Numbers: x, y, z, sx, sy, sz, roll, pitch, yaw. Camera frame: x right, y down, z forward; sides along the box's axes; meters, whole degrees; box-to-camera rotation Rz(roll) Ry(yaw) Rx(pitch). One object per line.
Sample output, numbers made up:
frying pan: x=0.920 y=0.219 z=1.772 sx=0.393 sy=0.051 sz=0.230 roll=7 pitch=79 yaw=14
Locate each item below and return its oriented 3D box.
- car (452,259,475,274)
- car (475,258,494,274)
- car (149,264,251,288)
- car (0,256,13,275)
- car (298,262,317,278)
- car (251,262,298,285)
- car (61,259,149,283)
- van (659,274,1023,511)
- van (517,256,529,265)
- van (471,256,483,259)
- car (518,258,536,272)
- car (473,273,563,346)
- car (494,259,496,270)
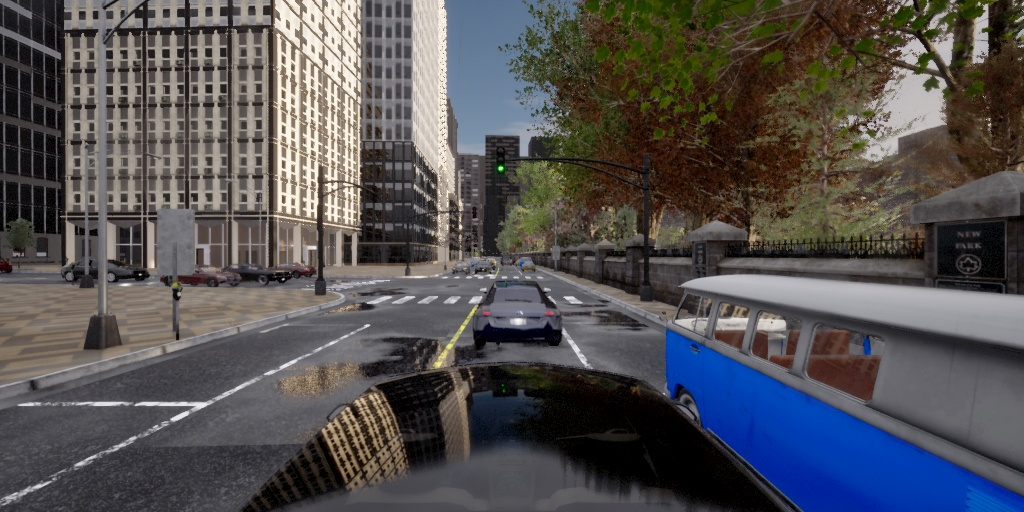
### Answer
car: x=-5.645 y=1.288 z=40.287 sx=2.007 sy=1.370 sz=4.403 roll=0 pitch=0 yaw=-1
car: x=-3.230 y=1.242 z=40.862 sx=1.837 sy=1.490 sz=4.892 roll=0 pitch=0 yaw=-3
car: x=-18.158 y=1.149 z=20.967 sx=4.207 sy=1.307 sz=1.802 roll=0 pitch=0 yaw=4
car: x=-38.327 y=0.823 z=24.663 sx=4.902 sy=1.511 sz=2.128 roll=1 pitch=0 yaw=2
car: x=-18.095 y=1.127 z=29.080 sx=4.207 sy=1.307 sz=1.802 roll=0 pitch=0 yaw=4
car: x=-17.028 y=1.174 z=23.422 sx=4.718 sy=1.301 sz=1.895 roll=1 pitch=0 yaw=4
car: x=-27.234 y=0.962 z=24.071 sx=4.892 sy=1.490 sz=1.837 roll=1 pitch=0 yaw=3
van: x=2.568 y=1.091 z=2.622 sx=1.690 sy=1.789 sz=3.998 roll=0 pitch=0 yaw=0
van: x=1.990 y=1.071 z=51.714 sx=1.690 sy=1.789 sz=3.998 roll=0 pitch=0 yaw=-1
van: x=-6.332 y=1.063 z=62.462 sx=1.690 sy=1.789 sz=3.998 roll=0 pitch=0 yaw=-2
car: x=2.114 y=1.260 z=46.341 sx=1.751 sy=1.417 sz=4.829 roll=0 pitch=0 yaw=-1
car: x=0.097 y=1.313 z=9.368 sx=1.994 sy=1.385 sz=4.181 roll=0 pitch=0 yaw=-1
car: x=-3.417 y=1.295 z=50.841 sx=1.994 sy=1.385 sz=4.181 roll=0 pitch=0 yaw=-2
